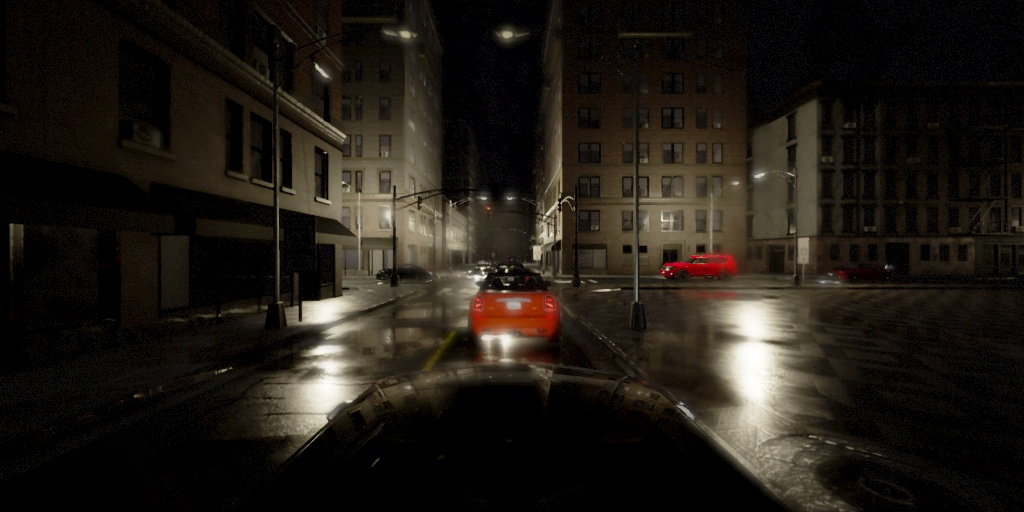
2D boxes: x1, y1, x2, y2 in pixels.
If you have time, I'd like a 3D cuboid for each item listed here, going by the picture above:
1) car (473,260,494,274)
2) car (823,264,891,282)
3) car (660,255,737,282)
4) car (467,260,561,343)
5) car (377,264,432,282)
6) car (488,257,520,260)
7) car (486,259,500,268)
[{"bbox_3d":[-3.190,1.225,41.181,2.128,1.511,4.902,0,0,0],"label":"car"},{"bbox_3d":[27.485,1.310,28.669,4.181,1.385,1.994,0,0,-1],"label":"car"},{"bbox_3d":[14.805,0.968,28.550,5.566,2.045,2.150,0,0,0],"label":"car"},{"bbox_3d":[0.055,1.099,9.863,2.097,1.767,4.553,0,0,0],"label":"car"},{"bbox_3d":[-8.435,1.300,28.329,4.181,1.385,1.994,0,0,-1],"label":"car"},{"bbox_3d":[-0.168,1.095,18.784,2.097,1.767,4.553,0,0,-3],"label":"car"},{"bbox_3d":[-3.223,1.273,61.699,2.033,1.411,5.357,0,0,0],"label":"car"}]
